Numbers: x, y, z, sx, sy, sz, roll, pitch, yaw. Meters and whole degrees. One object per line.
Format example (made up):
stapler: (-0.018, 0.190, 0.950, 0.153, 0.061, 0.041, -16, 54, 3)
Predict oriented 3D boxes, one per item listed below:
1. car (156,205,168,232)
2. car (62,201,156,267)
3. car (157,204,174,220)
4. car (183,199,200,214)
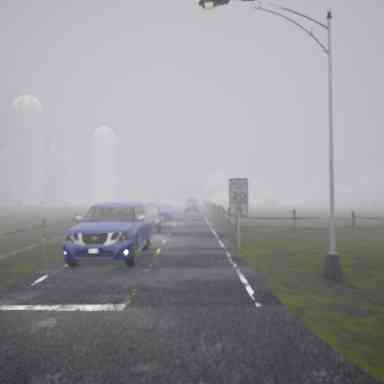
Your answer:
car: (-2.849, 1.827, 22.418, 1.812, 1.442, 4.674, -1, -1, 0)
car: (-2.856, 1.394, 12.456, 2.150, 2.045, 5.566, -1, -1, 0)
car: (-2.850, 1.912, 32.615, 1.882, 1.535, 5.008, -1, -1, 0)
car: (-0.015, 2.041, 42.347, 1.837, 1.490, 4.892, -1, -1, 0)
